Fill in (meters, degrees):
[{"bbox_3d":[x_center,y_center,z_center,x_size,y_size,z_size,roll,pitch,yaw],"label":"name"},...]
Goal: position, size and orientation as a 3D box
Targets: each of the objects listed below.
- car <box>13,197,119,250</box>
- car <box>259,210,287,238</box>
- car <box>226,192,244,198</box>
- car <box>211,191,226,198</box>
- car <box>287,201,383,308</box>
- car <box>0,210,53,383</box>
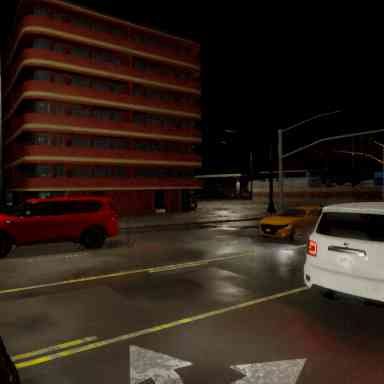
[{"bbox_3d":[-5.634,1.220,12.861,5.566,2.045,2.150,0,0,-35],"label":"car"},{"bbox_3d":[5.467,1.452,16.412,5.008,1.535,1.882,0,0,-35],"label":"car"},{"bbox_3d":[11.343,0.818,85.094,3.806,1.475,1.970,-1,1,-35],"label":"car"},{"bbox_3d":[7.375,0.671,89.318,4.611,1.667,2.242,-1,1,-35],"label":"car"},{"bbox_3d":[4.761,1.218,7.127,5.566,2.045,2.150,0,0,-35],"label":"car"},{"bbox_3d":[-3.680,1.222,1.126,5.566,2.045,2.150,0,0,-35],"label":"car"}]
